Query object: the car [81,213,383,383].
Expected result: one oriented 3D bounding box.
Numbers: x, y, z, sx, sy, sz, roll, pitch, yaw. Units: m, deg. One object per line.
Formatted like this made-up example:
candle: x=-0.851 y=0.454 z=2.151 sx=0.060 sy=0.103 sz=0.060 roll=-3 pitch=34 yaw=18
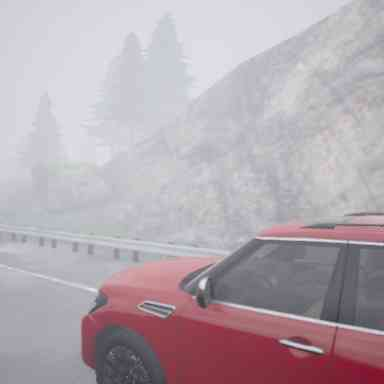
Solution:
car: x=1.407 y=1.220 z=2.972 sx=5.566 sy=2.045 sz=2.150 roll=0 pitch=0 yaw=36
